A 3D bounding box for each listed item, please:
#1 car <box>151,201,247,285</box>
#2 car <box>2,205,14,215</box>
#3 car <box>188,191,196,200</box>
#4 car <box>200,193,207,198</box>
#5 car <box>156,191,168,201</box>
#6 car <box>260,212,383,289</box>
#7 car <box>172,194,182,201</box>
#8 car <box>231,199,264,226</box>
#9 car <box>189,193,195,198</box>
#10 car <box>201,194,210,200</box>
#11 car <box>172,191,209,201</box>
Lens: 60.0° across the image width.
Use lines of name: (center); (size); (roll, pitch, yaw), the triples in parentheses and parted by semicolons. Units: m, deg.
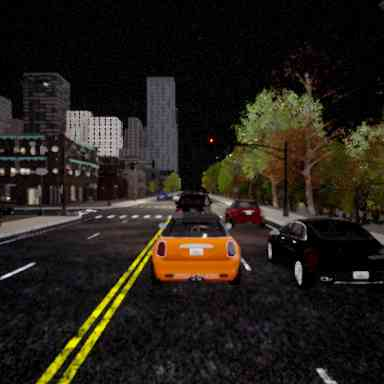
car: (0.099, 1.315, 9.486); (2.097, 1.767, 4.553); (0, 1, 0)
car: (-19.959, 1.678, 32.940); (4.313, 1.339, 1.947); (-1, 1, 0)
car: (-0.013, 0.855, 83.404); (2.150, 2.045, 5.566); (0, 0, 0)
car: (3.236, 0.947, 93.794); (1.812, 1.442, 4.674); (0, 0, 0)
car: (-6.509, 0.910, 72.869); (2.150, 2.045, 5.566); (0, 0, 0)
car: (3.349, 1.460, 9.012); (1.837, 1.490, 4.892); (0, -1, 0)
car: (-3.259, 1.209, 72.901); (1.812, 1.442, 4.674); (0, 0, 0)
car: (3.347, 1.260, 21.702); (2.097, 1.767, 4.553); (0, 0, 0)
car: (-0.014, 1.018, 93.824); (1.895, 1.301, 4.718); (0, 0, 0)
car: (3.237, 1.169, 83.377); (2.033, 1.411, 5.357); (0, 0, 0)
car: (0.098, 1.136, 20.368); (2.150, 2.045, 5.566); (0, 0, 0)
